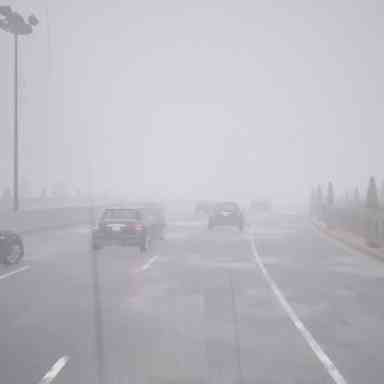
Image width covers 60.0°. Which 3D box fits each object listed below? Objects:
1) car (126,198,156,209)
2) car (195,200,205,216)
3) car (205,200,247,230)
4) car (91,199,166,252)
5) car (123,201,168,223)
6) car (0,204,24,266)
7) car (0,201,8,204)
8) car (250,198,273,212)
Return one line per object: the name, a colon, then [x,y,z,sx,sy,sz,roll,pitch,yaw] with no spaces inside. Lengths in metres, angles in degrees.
car: [-7.159,1.601,47.607,1.895,1.301,4.718,0,0,26]
car: [1.677,1.505,31.749,1.837,1.490,4.892,0,0,19]
car: [2.404,1.352,21.504,2.097,1.767,4.553,0,0,12]
car: [-2.473,1.352,14.143,2.097,1.767,4.553,0,0,7]
car: [-3.559,1.505,26.578,1.837,1.490,4.892,0,0,15]
car: [-6.529,1.352,8.804,2.097,1.767,4.553,0,0,4]
car: [-17.657,1.478,28.691,1.882,1.535,5.008,0,0,15]
car: [8.128,1.477,38.499,1.882,1.535,5.008,0,0,24]
